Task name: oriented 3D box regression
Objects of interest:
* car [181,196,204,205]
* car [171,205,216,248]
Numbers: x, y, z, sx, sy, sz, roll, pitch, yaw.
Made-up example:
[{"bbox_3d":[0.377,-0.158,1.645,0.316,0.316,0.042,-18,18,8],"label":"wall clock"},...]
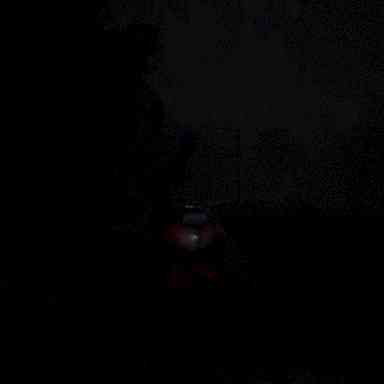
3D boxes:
[{"bbox_3d":[0.070,1.373,29.411,2.128,1.511,4.902,0,1,0],"label":"car"},{"bbox_3d":[0.066,1.521,14.745,1.812,1.442,4.674,0,0,0],"label":"car"}]
